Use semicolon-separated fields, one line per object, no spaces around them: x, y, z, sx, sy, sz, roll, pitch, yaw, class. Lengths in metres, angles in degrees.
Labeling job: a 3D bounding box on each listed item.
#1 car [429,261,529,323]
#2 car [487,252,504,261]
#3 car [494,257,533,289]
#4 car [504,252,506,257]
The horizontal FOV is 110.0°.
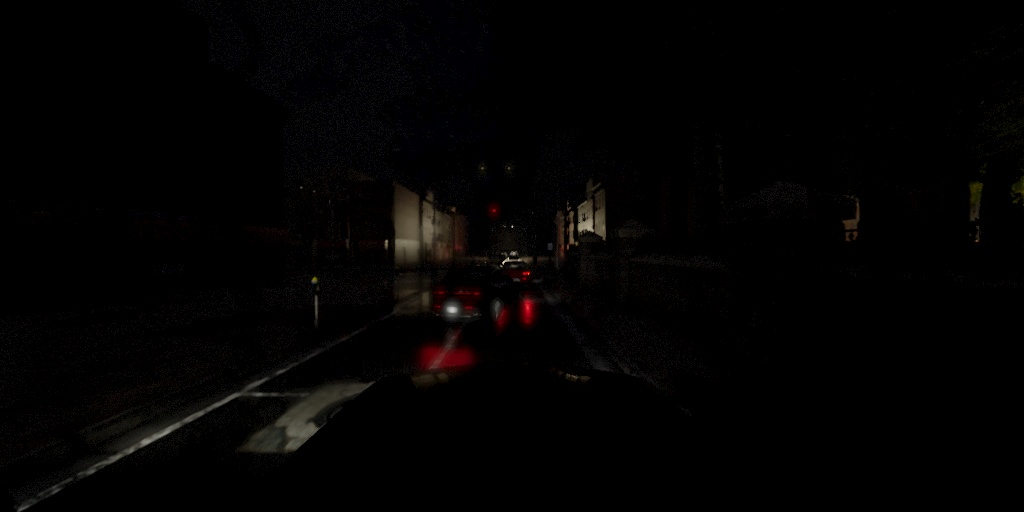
-0.948;1.098;11.551;1.837;1.490;4.892;0;1;14;car
-2.371;0.572;46.188;1.751;1.417;4.829;0;0;0;car
0.159;0.985;19.985;1.812;1.442;4.674;0;1;1;car
-2.337;0.276;51.809;2.192;1.841;5.009;0;0;0;car
